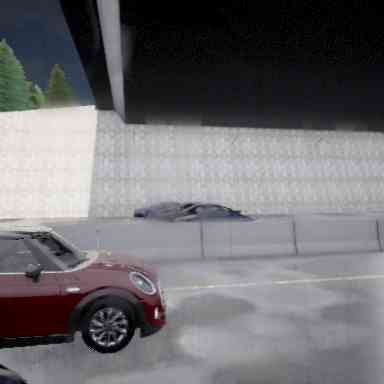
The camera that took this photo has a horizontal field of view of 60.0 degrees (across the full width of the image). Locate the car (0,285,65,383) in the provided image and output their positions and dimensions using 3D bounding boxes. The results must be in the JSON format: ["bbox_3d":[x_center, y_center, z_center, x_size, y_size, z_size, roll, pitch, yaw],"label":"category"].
[{"bbox_3d":[-3.049,1.571,1.678,4.181,1.385,1.994,0,0,-11],"label":"car"}]

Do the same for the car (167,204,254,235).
[{"bbox_3d":[1.083,1.528,16.978,4.181,1.385,1.994,0,0,-11],"label":"car"}]

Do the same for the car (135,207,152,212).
[{"bbox_3d":[-2.044,1.504,27.061,5.357,1.411,2.033,0,0,-11],"label":"car"}]

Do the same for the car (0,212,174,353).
[{"bbox_3d":[-2.723,1.353,5.310,4.553,1.767,2.097,0,0,-11],"label":"car"}]

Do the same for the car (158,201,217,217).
[{"bbox_3d":[0.678,1.436,20.466,5.008,1.535,1.882,0,0,-11],"label":"car"}]

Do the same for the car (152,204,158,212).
[{"bbox_3d":[-0.122,1.460,23.876,4.892,1.490,1.837,0,0,-11],"label":"car"}]
